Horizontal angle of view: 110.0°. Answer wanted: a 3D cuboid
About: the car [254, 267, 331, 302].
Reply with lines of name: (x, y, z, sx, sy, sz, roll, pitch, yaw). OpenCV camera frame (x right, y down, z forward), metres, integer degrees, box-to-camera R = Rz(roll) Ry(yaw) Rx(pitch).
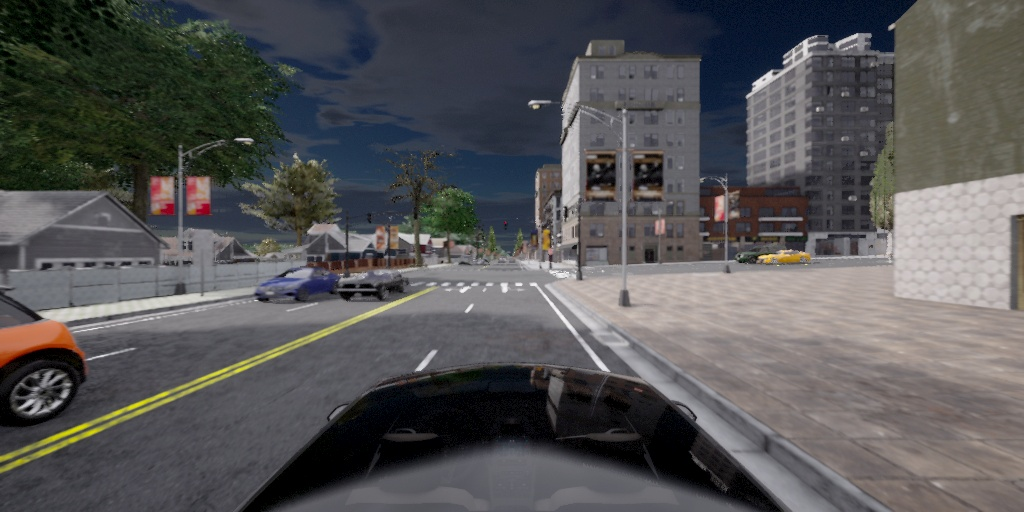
car: (-9.782, 1.256, 16.853, 1.812, 1.442, 4.674, 0, 0, 1)

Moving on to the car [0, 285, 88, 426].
car: (-6.597, 1.095, 2.652, 2.097, 1.767, 4.553, 0, 0, 0)

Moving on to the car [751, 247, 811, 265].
car: (29.249, 0.137, 38.652, 5.008, 1.535, 1.882, -2, 0, 0)

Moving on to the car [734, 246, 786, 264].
car: (29.177, -0.128, 41.899, 5.566, 2.045, 2.150, -2, 0, 0)

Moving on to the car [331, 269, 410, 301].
car: (-6.525, 1.334, 17.402, 1.895, 1.301, 4.718, 0, 0, 1)

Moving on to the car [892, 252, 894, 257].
car: (47.368, -0.423, 41.844, 4.892, 1.490, 1.837, -2, 0, 0)
